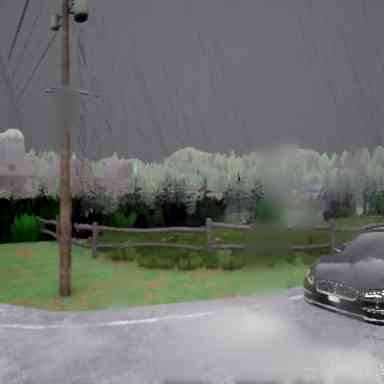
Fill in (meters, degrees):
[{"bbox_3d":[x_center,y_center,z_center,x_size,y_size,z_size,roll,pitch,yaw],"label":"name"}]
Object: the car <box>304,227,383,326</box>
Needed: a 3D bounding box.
[{"bbox_3d":[4.344,1.503,6.832,4.892,1.490,1.837,0,0,-34],"label":"car"}]
